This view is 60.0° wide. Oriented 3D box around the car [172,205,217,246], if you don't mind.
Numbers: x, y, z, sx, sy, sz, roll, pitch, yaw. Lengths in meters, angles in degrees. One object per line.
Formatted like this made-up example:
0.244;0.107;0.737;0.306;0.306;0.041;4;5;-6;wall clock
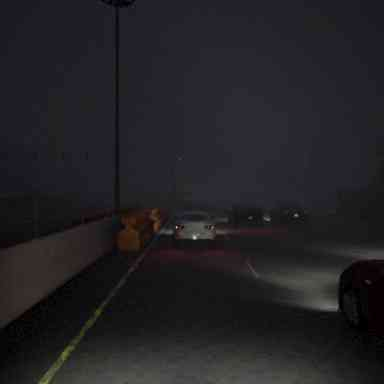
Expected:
0.102;1.523;15.198;1.812;1.442;4.674;0;0;0;car

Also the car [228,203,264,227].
3.600;1.474;22.966;1.882;1.535;5.008;0;-1;0;car

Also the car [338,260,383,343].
3.600;1.351;3.969;2.097;1.767;4.553;0;0;0;car

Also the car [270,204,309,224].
7.100;1.559;24.660;1.994;1.385;4.181;0;0;0;car
